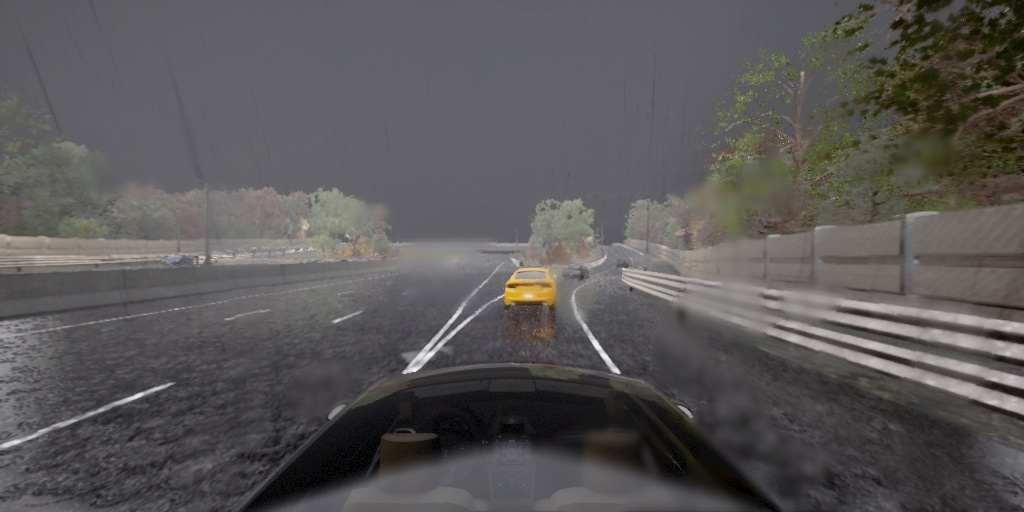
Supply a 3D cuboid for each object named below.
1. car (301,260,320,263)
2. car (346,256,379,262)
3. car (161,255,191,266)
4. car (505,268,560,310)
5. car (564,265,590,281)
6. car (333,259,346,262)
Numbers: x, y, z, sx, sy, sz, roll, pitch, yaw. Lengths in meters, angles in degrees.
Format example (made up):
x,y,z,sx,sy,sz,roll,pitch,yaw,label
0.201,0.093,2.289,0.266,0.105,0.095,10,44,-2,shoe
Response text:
x,y,z,sx,sy,sz,roll,pitch,yaw,label
-28.543,1.250,50.620,1.994,1.385,4.181,0,0,0,car
-21.548,1.182,51.830,1.882,1.535,5.008,0,0,0,car
-43.691,0.538,46.808,1.812,1.442,4.674,0,1,-24,car
0.922,1.237,14.908,1.882,1.535,5.008,0,0,8,car
6.615,1.688,36.187,2.128,1.511,4.902,0,-1,23,car
-25.044,1.199,51.639,1.837,1.490,4.892,0,0,0,car
